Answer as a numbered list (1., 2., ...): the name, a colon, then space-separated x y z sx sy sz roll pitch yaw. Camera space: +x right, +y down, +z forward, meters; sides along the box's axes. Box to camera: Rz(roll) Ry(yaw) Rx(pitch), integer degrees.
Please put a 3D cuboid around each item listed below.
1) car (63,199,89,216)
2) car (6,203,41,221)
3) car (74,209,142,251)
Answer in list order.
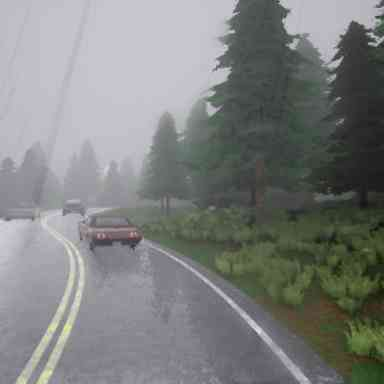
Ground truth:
1. car: -10.859 1.413 31.186 1.837 1.490 4.892 -1 1 -12
2. car: -12.923 1.492 25.656 1.895 1.301 4.718 1 0 -19
3. car: -3.713 1.620 14.298 1.895 1.301 4.718 2 -1 -25
